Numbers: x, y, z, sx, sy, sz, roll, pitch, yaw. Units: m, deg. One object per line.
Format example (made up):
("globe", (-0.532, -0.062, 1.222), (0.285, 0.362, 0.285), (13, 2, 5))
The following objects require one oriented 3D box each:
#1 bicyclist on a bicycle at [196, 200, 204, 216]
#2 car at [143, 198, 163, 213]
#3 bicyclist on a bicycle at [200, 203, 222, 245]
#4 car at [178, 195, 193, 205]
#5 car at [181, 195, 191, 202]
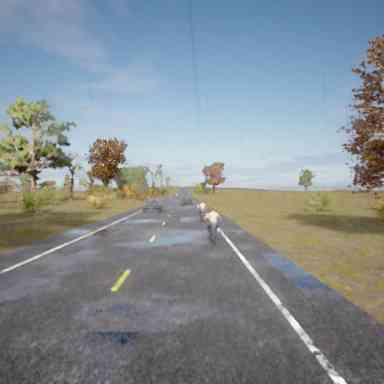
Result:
("bicyclist on a bicycle", (0.756, 1.381, 24.298), (0.866, 1.612, 1.509), (0, 0, -1))
("car", (-4.052, 1.425, 35.125), (1.837, 1.490, 4.892), (0, 0, -1))
("bicyclist on a bicycle", (0.901, 1.404, 14.273), (0.866, 1.612, 1.509), (0, 0, -1))
("car", (-0.813, 1.360, 55.591), (2.128, 1.511, 4.902), (0, 0, -1))
("car", (-1.317, 1.374, 73.710), (1.994, 1.385, 4.181), (0, 0, -1))
